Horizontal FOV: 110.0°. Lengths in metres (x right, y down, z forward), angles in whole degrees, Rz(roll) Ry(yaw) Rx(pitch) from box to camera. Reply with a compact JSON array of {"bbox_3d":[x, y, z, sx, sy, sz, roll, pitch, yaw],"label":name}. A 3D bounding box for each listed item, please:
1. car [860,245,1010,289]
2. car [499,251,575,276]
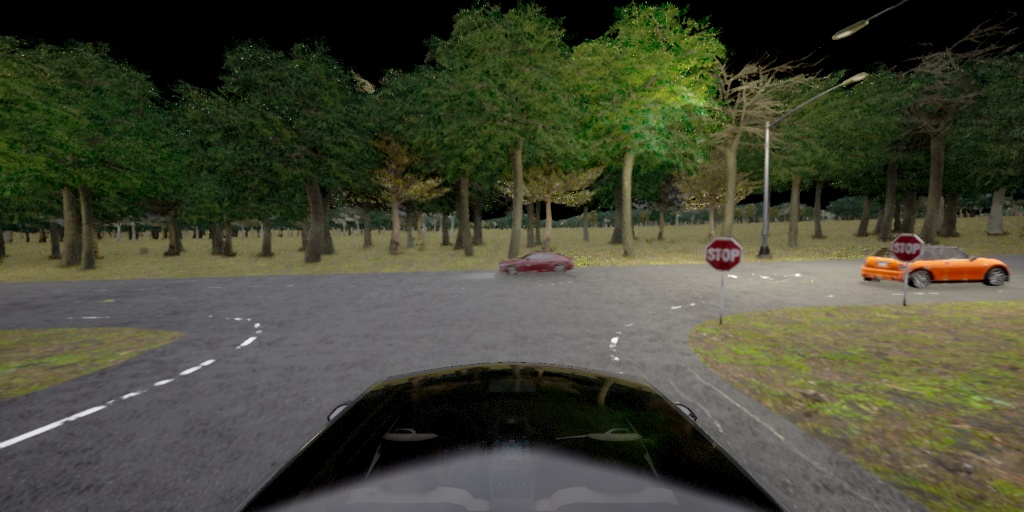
[{"bbox_3d":[17.806,0.322,15.193,4.553,1.767,2.097,-2,4,0],"label":"car"},{"bbox_3d":[1.507,0.433,22.125,4.674,1.442,1.812,-1,4,-1],"label":"car"}]
